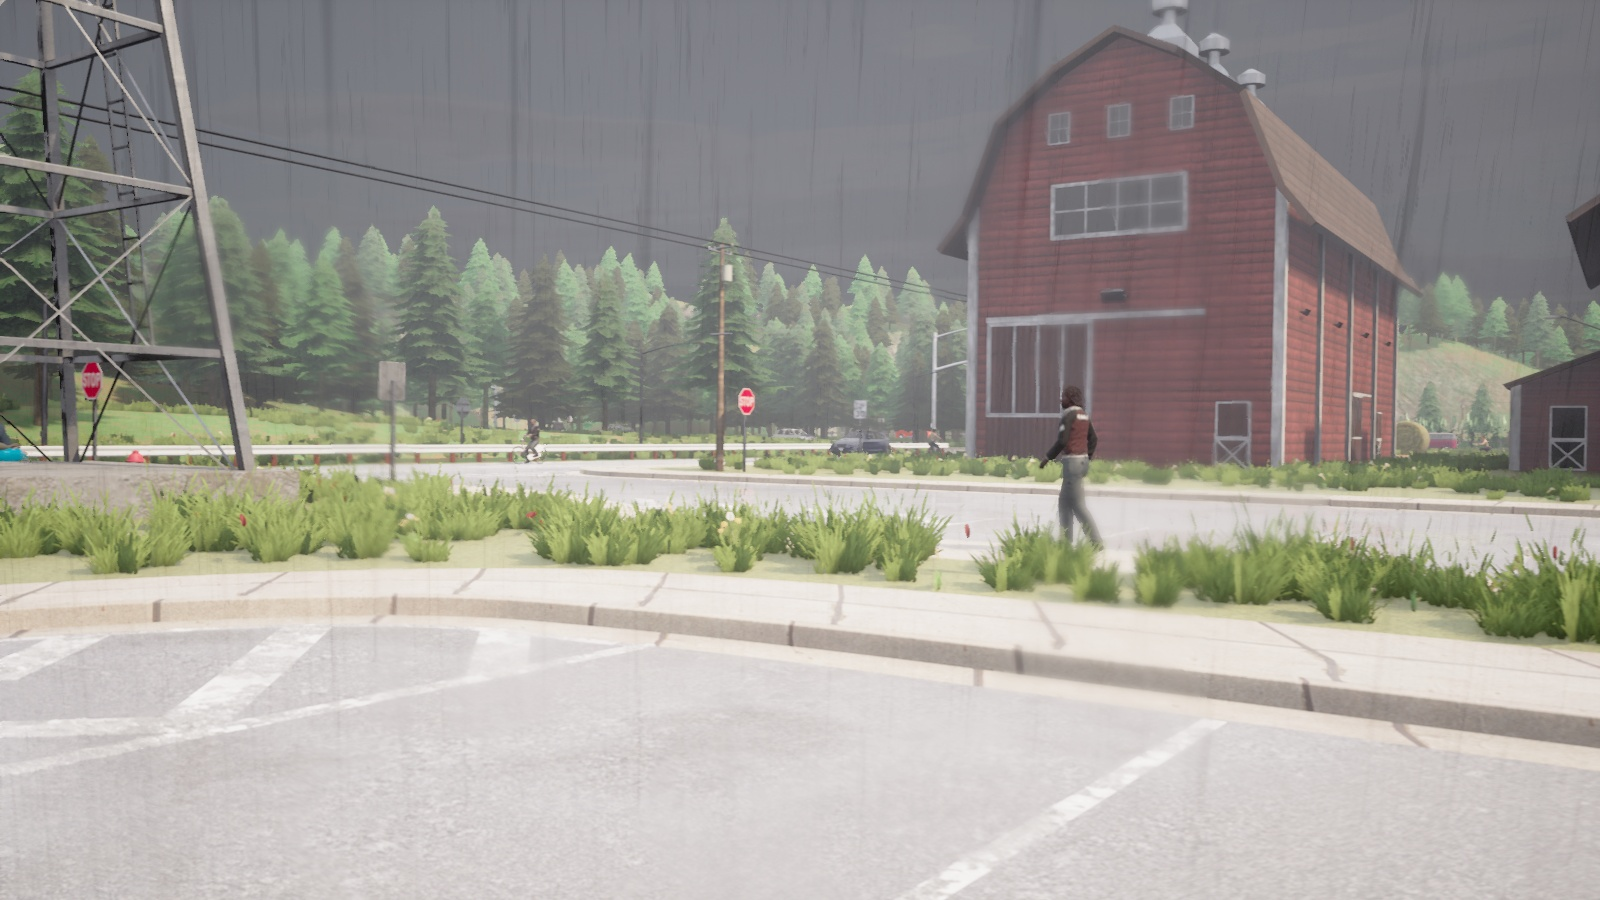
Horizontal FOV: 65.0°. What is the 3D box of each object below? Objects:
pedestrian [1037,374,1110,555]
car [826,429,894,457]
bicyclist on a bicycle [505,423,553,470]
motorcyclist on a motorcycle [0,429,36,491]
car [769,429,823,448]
[{"bbox_3d":[3.001,0.148,13.770,0.666,1.930,0.402,0,1,37],"label":"pedestrian"},{"bbox_3d":[3.314,-0.385,68.491,1.816,1.474,4.193,0,1,34],"label":"car"},{"bbox_3d":[-10.398,-0.129,48.293,0.659,1.776,1.843,0,1,34],"label":"bicyclist on a bicycle"},{"bbox_3d":[-20.952,0.265,32.508,0.866,1.590,1.817,1,2,38],"label":"motorcyclist on a motorcycle"},{"bbox_3d":[-0.312,-0.913,97.474,3.806,1.475,1.970,1,1,41],"label":"car"}]
